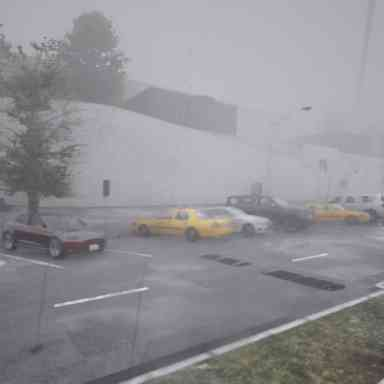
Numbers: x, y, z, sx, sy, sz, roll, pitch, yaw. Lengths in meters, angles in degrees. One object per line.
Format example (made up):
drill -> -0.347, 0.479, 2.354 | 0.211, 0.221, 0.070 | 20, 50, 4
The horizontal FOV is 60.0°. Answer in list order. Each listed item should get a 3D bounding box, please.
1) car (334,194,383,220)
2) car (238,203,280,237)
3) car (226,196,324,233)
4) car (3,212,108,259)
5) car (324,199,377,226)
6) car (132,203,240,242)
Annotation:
car -> 11.745, 1.162, 24.970 | 5.566, 2.045, 2.435 | -1, 0, 35
car -> 1.986, 1.522, 17.989 | 4.674, 1.452, 2.002 | -1, -1, 34
car -> 4.461, 1.224, 19.718 | 5.566, 2.045, 2.435 | -1, -1, 35
car -> -5.324, 1.521, 12.745 | 4.792, 1.488, 2.163 | -1, -1, 35
car -> 9.479, 1.432, 23.109 | 5.366, 1.575, 1.946 | -1, -1, 35
car -> -0.614, 1.488, 16.342 | 5.366, 1.575, 1.946 | -1, 0, 35
